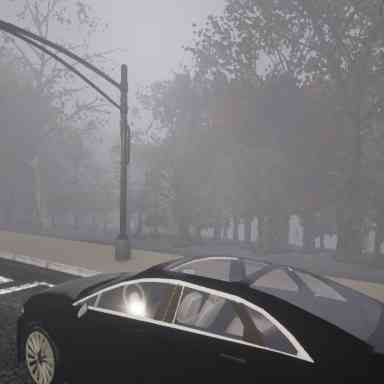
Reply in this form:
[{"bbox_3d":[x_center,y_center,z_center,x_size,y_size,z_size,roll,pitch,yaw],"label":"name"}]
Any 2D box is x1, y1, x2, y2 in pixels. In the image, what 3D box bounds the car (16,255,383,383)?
[{"bbox_3d":[0.002,1.491,3.699,4.902,1.511,2.128,0,0,34],"label":"car"}]
